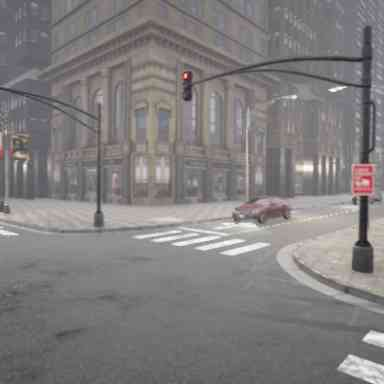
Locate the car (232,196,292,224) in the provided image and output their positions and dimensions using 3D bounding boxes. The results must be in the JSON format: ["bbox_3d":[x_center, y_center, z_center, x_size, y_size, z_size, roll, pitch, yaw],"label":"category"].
[{"bbox_3d":[4.235,0.961,19.605,1.812,1.442,4.674,2,3,43],"label":"car"}]

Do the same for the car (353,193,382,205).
[{"bbox_3d":[18.669,0.490,35.220,2.128,1.511,4.902,2,2,43],"label":"car"}]
